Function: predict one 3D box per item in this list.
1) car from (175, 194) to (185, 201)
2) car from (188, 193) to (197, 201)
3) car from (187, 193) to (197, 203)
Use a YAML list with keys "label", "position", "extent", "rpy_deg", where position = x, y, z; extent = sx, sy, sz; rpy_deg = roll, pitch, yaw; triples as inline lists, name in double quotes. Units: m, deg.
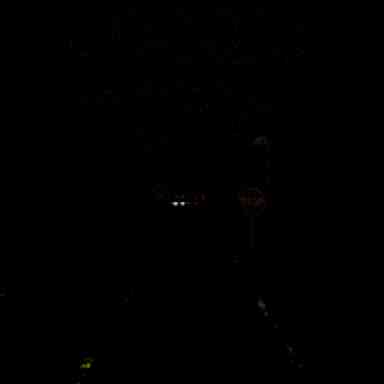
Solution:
- label: "car"
  position: [-2.643, 1.081, 71.958]
  extent: [1.812, 1.442, 4.674]
  rpy_deg: [0, 0, 0]
- label: "car"
  position: [0.113, 1.225, 77.748]
  extent: [2.097, 1.767, 4.553]
  rpy_deg: [0, 0, 0]
- label: "car"
  position: [0.101, 1.466, 67.760]
  extent: [1.812, 1.442, 4.674]
  rpy_deg: [0, 0, 0]
